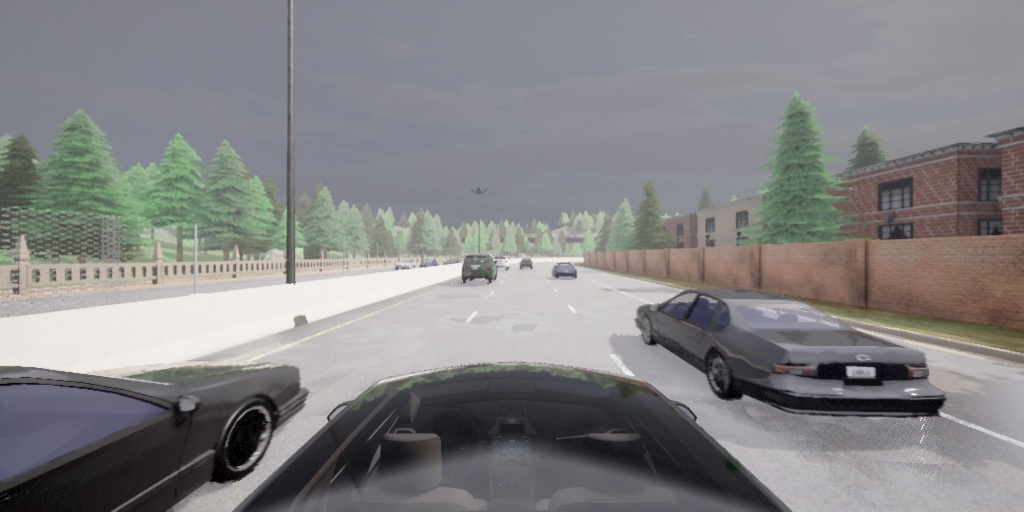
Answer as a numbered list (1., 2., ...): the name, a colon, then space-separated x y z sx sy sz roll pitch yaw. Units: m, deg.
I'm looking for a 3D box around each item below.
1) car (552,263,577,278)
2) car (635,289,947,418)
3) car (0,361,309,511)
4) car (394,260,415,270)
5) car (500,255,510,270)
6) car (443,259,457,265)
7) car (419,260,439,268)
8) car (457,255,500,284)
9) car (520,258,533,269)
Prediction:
1. car: 4.862 1.293 33.548 1.994 1.385 4.181 0 0 2
2. car: 3.843 1.294 6.366 2.033 1.411 5.357 0 0 2
3. car: -3.342 1.298 1.648 2.033 1.411 5.357 0 0 2
4. car: -15.548 1.249 52.358 1.812 1.442 4.674 0 0 2
5. car: -1.493 0.938 50.824 2.150 2.045 5.566 0 0 2
6. car: -8.594 1.229 51.214 1.837 1.490 4.892 0 0 2
7. car: -12.051 1.249 52.215 1.812 1.442 4.674 0 0 2
8. car: -2.391 0.954 27.009 2.150 2.045 5.566 0 0 2
9. car: 2.169 1.218 55.081 1.837 1.490 4.892 0 -1 2
